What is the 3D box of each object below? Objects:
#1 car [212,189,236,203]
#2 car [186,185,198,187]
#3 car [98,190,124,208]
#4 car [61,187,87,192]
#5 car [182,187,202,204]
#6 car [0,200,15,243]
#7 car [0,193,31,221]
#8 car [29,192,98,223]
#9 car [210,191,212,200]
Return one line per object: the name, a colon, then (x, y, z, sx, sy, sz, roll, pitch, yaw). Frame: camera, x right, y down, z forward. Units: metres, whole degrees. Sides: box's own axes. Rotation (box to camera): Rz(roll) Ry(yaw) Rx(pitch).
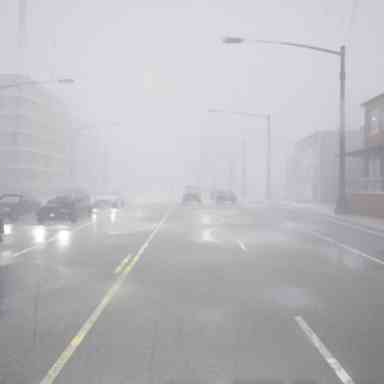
car: (3.496, 0.454, 35.091, 1.994, 1.385, 4.181, 0, 1, 0)
car: (0.004, 0.041, 46.455, 2.150, 2.045, 5.566, 0, 0, 0)
car: (-7.082, 0.546, 28.665, 1.812, 1.442, 4.674, 0, 2, 0)
car: (-10.581, 0.356, 29.402, 2.097, 1.767, 4.553, 0, 1, 0)
car: (-0.010, 0.427, 34.433, 1.812, 1.442, 4.674, 0, 1, 0)
car: (-7.101, 1.206, 8.904, 1.882, 1.535, 5.008, 0, 2, 0)
car: (-10.599, 0.833, 19.818, 1.812, 1.442, 4.674, 0, 2, 0)
car: (-7.098, 0.909, 18.867, 1.994, 1.385, 4.181, 0, 2, 0)
car: (3.517, 0.311, 47.567, 2.128, 1.511, 4.902, 0, 0, 1)
